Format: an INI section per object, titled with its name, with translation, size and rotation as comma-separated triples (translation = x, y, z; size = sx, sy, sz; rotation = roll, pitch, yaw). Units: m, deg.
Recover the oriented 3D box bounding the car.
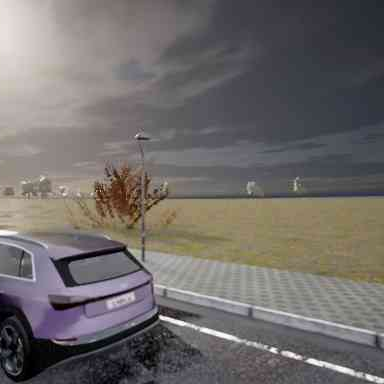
[car]
translation = -2.717, 1.442, 5.525
size = 4.856, 1.649, 2.033
rotation = 0, 0, 36
